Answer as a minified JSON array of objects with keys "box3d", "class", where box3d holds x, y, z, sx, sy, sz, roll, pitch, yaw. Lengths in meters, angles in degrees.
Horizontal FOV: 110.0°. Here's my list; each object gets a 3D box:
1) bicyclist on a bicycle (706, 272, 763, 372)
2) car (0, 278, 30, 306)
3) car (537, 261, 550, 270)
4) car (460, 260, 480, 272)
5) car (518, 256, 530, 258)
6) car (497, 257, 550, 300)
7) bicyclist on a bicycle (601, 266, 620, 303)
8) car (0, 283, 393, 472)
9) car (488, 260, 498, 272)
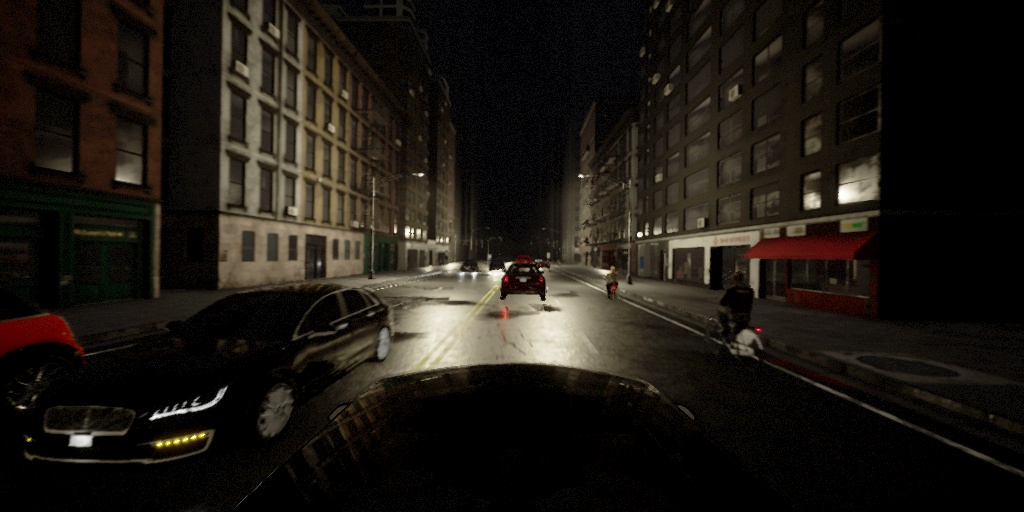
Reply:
[{"box3d":[4.256,1.194,6.989,0.659,1.776,1.843,1,0,2],"class":"bicyclist on a bicycle"},{"box3d":[-6.633,0.995,2.641,2.097,1.767,4.553,1,0,2],"class":"car"},{"box3d":[5.154,1.466,58.626,1.895,1.301,4.718,1,0,2],"class":"car"},{"box3d":[-5.235,1.218,44.849,1.812,1.442,4.674,1,0,2],"class":"car"},{"box3d":[1.597,1.025,49.132,2.150,2.045,5.566,1,0,2],"class":"car"},{"box3d":[0.583,1.126,18.276,2.097,1.767,4.553,1,0,2],"class":"car"},{"box3d":[4.563,1.274,16.378,0.866,1.612,1.509,1,0,2],"class":"bicyclist on a bicycle"},{"box3d":[-3.301,1.204,5.243,1.837,1.490,4.892,1,0,2],"class":"car"},{"box3d":[-1.936,1.224,46.305,1.882,1.535,5.008,1,0,2],"class":"car"}]
